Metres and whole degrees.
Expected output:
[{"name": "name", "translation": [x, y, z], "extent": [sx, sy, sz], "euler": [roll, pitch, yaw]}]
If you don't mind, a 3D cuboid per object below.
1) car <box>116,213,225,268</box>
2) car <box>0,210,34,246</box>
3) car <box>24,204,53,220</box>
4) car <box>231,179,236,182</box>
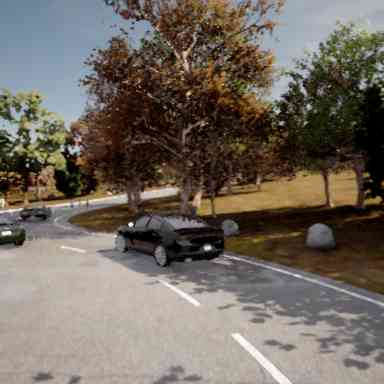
[{"name": "car", "translation": [-0.963, 1.446, 11.469], "extent": [1.882, 1.535, 5.008], "euler": [0, 0, -35]}, {"name": "car", "translation": [-9.124, 1.637, 14.370], "extent": [4.181, 1.385, 1.994], "euler": [-1, 0, 32]}, {"name": "car", "translation": [-13.258, 1.678, 28.562], "extent": [1.895, 1.301, 4.718], "euler": [-1, 0, -16]}, {"name": "car", "translation": [10.511, -3.460, 85.742], "extent": [2.097, 1.767, 4.553], "euler": [-1, 5, 29]}]
